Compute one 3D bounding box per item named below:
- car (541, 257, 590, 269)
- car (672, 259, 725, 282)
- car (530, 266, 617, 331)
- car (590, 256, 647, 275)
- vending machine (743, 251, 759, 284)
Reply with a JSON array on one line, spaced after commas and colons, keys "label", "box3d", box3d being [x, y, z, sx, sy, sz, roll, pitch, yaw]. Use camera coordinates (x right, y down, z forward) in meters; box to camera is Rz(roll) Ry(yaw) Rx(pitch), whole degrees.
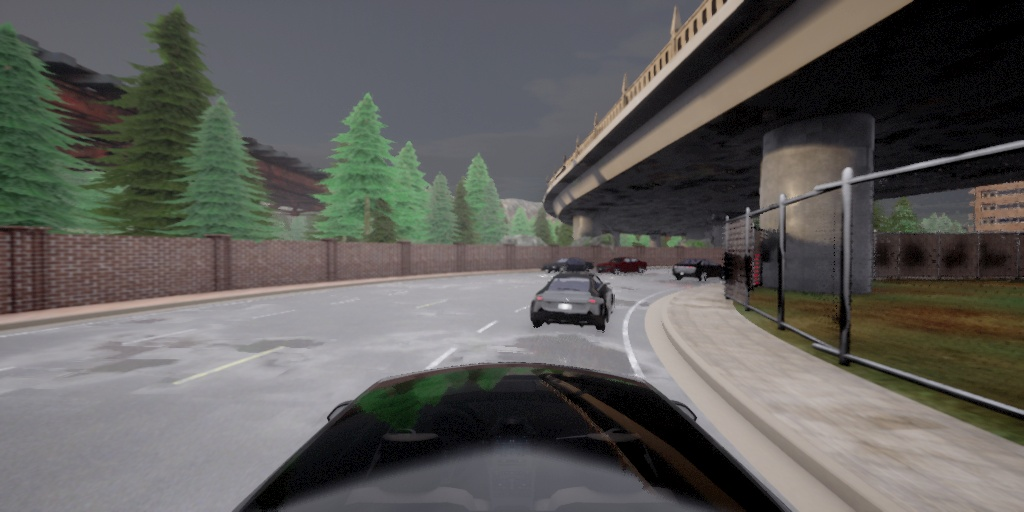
[{"label": "car", "box3d": [5.075, 0.838, 32.175, 5.357, 1.411, 2.033, 0, 1, -37]}, {"label": "car", "box3d": [13.064, 0.928, 24.728, 4.902, 1.511, 2.128, 0, 1, -35]}, {"label": "car", "box3d": [1.921, 1.180, 10.661, 1.994, 1.385, 4.181, 0, 1, 18]}, {"label": "car", "box3d": [9.410, 0.806, 30.808, 5.008, 1.535, 1.882, 0, 1, -31]}, {"label": "vending machine", "box3d": [14.015, 0.694, 21.041, 0.880, 2.100, 1.100, 0, 0, -36]}]
